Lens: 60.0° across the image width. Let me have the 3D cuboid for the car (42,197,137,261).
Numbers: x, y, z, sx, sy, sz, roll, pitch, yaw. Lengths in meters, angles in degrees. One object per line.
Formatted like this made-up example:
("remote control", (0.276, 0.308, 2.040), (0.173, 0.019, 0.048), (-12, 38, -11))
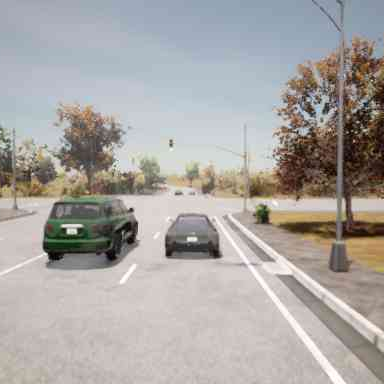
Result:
("car", (-3.486, 1.187, 12.369), (2.150, 2.045, 5.566), (0, 1, 0))

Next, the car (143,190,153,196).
("car", (-10.474, 0.239, 79.733), (1.837, 1.490, 4.892), (0, -1, 0))

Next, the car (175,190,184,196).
("car", (-3.471, 0.194, 87.592), (2.097, 1.767, 4.553), (0, -1, 0))

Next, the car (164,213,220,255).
("car", (0.023, 1.516, 13.146), (1.994, 1.385, 4.181), (0, 1, 1))

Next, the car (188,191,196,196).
("car", (0.028, 0.372, 87.201), (2.033, 1.411, 5.357), (0, -1, 0))
